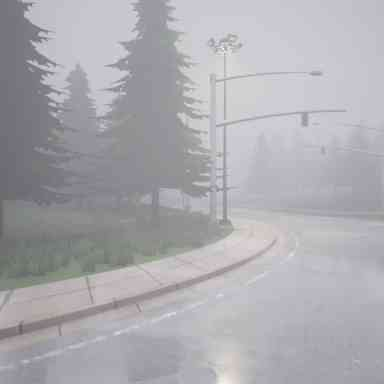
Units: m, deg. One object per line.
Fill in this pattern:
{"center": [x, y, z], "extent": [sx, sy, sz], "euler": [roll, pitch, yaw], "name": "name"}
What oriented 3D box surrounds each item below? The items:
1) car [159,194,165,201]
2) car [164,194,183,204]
{"center": [-7.119, 1.186, 75.170], "extent": [2.150, 2.045, 5.566], "euler": [0, 0, -21], "name": "car"}
{"center": [-3.236, 1.547, 65.433], "extent": [2.033, 1.411, 5.357], "euler": [0, 0, -21], "name": "car"}
